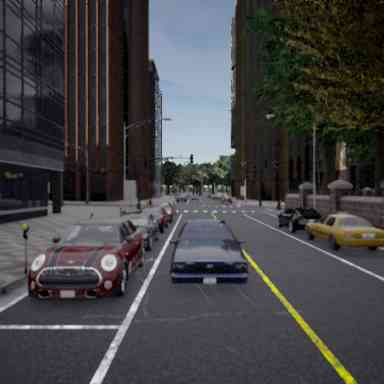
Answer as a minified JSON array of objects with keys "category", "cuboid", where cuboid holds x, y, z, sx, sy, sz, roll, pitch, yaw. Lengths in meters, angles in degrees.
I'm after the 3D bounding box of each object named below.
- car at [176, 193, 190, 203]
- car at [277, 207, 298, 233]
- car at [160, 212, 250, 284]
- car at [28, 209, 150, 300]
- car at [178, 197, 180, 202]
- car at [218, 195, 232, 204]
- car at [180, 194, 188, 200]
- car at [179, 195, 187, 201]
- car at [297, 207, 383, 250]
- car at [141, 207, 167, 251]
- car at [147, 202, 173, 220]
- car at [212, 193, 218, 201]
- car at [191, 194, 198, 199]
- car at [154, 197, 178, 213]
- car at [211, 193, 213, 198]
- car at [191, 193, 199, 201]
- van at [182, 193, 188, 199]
[{"category":"car","cuboid":[-2.119,1.176,67.589,2.192,1.841,5.009,0,0,0]},{"category":"car","cuboid":[6.200,1.522,19.234,1.947,1.339,4.313,0,0,0]},{"category":"car","cuboid":[0.398,1.525,9.824,2.033,1.411,5.357,0,0,0]},{"category":"car","cuboid":[-2.371,1.421,8.354,1.967,1.590,4.097,0,0,0]},{"category":"car","cuboid":[-2.279,1.458,30.012,1.752,1.417,4.829,0,0,0]},{"category":"car","cuboid":[6.383,1.311,62.115,1.967,1.590,4.097,0,0,0]},{"category":"car","cuboid":[-2.050,1.359,83.732,1.752,1.417,4.829,0,0,0]},{"category":"car","cuboid":[-2.072,1.424,78.464,1.802,1.307,4.206,0,0,0]},{"category":"car","cuboid":[6.178,1.494,13.947,1.752,1.417,4.829,0,0,0]},{"category":"car","cuboid":[-2.348,1.519,13.811,2.008,1.369,4.403,0,0,0]},{"category":"car","cuboid":[-2.325,1.501,19.268,1.887,1.381,4.507,0,0,0]},{"category":"car","cuboid":[6.453,1.393,78.428,2.008,1.369,4.403,0,0,0]},{"category":"car","cuboid":[0.750,1.180,92.280,1.837,1.490,4.892,0,0,0]},{"category":"car","cuboid":[-2.302,1.384,24.725,1.967,1.590,4.097,0,0,0]},{"category":"car","cuboid":[6.476,1.378,83.865,1.887,1.381,4.507,0,0,0]},{"category":"car","cuboid":[0.680,1.386,75.877,2.033,1.411,5.357,0,0,0]},{"category":"van","cuboid":[-2.003,1.157,94.777,1.690,1.788,3.998,0,0,0]}]
